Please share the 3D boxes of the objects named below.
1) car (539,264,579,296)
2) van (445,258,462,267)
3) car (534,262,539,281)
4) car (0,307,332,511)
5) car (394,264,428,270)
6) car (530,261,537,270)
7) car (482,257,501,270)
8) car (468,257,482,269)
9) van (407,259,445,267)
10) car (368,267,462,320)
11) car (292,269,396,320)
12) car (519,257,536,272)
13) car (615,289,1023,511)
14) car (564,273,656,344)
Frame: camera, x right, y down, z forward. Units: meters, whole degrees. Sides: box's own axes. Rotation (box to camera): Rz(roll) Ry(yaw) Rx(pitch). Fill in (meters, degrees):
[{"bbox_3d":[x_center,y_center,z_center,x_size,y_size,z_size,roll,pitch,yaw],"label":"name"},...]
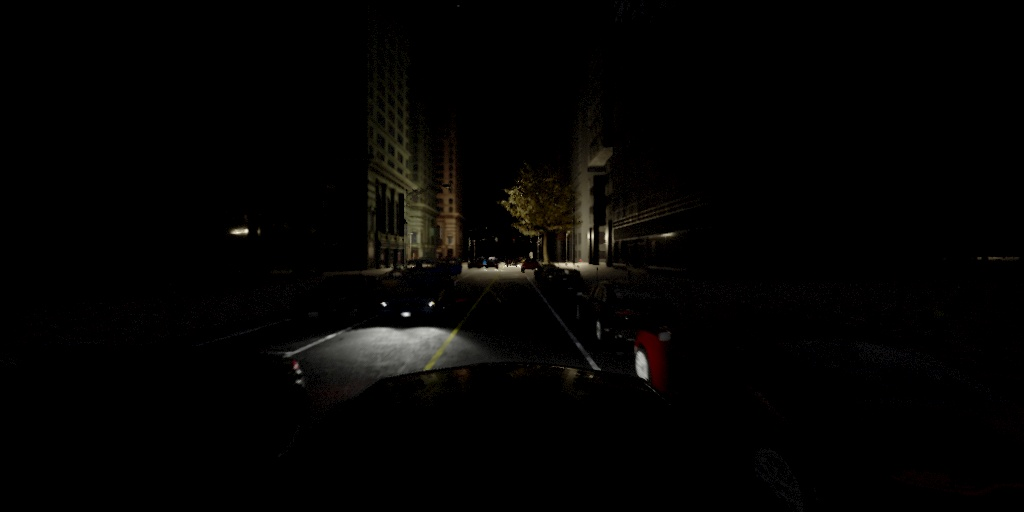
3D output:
[{"bbox_3d":[2.759,1.308,19.216,2.007,1.370,4.403,0,0,0],"label":"car"},{"bbox_3d":[-5.769,1.107,34.229,1.690,1.789,3.998,0,0,0],"label":"van"},{"bbox_3d":[2.758,1.286,24.675,1.751,1.417,4.829,0,0,0],"label":"car"},{"bbox_3d":[-3.099,1.314,2.054,1.994,1.385,4.181,0,0,0],"label":"car"},{"bbox_3d":[-5.766,1.282,17.819,1.751,1.417,4.829,0,0,0],"label":"car"},{"bbox_3d":[2.757,1.330,29.794,1.948,1.339,4.313,0,0,0],"label":"car"},{"bbox_3d":[-3.074,1.263,55.031,1.882,1.535,5.008,0,0,0],"label":"car"},{"bbox_3d":[-5.774,1.331,55.882,1.888,1.381,4.507,0,0,0],"label":"car"},{"bbox_3d":[-5.767,1.100,23.402,1.690,1.789,3.998,0,0,0],"label":"van"},{"bbox_3d":[-3.092,1.302,12.995,2.033,1.411,5.357,0,0,-1],"label":"car"},{"bbox_3d":[-5.765,1.320,12.576,1.948,1.339,4.313,0,0,0],"label":"car"},{"bbox_3d":[2.378,1.130,47.059,2.097,1.767,4.553,0,0,0],"label":"car"},{"bbox_3d":[2.762,1.296,3.899,1.888,1.381,4.507,0,0,0],"label":"car"},{"bbox_3d":[2.761,1.303,9.344,2.007,1.370,4.403,0,0,0],"label":"car"}]
